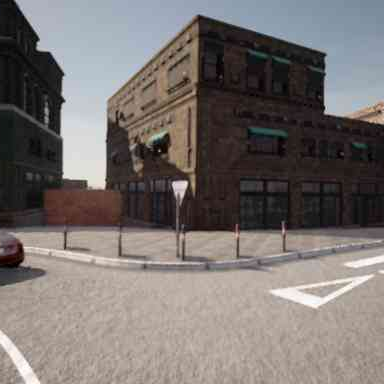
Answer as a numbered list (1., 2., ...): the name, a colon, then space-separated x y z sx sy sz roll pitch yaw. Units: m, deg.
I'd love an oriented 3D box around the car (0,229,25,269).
1. car: -6.751 1.464 9.413 4.181 1.385 1.994 1 0 27
